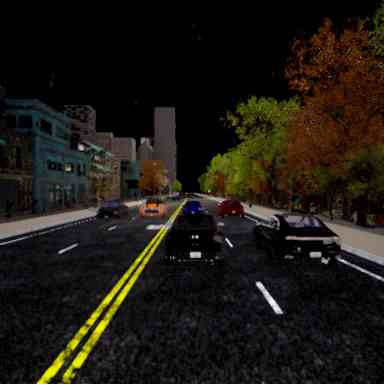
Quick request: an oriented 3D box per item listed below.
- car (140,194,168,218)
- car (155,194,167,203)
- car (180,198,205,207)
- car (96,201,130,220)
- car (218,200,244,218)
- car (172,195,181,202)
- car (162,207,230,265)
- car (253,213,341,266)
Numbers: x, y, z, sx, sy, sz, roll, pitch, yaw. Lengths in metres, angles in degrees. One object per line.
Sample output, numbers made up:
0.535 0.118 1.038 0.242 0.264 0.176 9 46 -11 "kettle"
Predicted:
-3.346 1.309 29.757 2.097 1.767 4.553 0 0 0 "car"
-6.499 1.247 69.500 2.097 1.767 4.553 0 0 0 "car"
0.102 1.484 28.664 1.812 1.442 4.674 0 0 0 "car"
-6.599 1.507 28.291 2.033 1.411 5.357 0 0 0 "car"
3.350 1.435 29.185 1.882 1.535 5.008 0 0 0 "car"
-3.249 1.435 71.274 1.994 1.385 4.181 0 0 0 "car"
0.100 1.488 11.627 1.837 1.490 4.892 0 0 0 "car"
3.350 1.474 11.433 2.128 1.511 4.902 0 0 0 "car"
